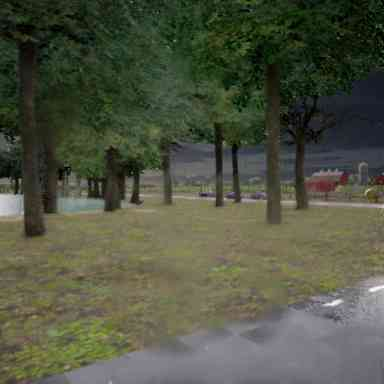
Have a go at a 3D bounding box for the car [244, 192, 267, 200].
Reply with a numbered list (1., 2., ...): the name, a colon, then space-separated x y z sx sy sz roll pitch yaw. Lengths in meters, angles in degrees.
1. car: 12.177 0.756 60.387 1.994 1.385 4.181 -1 2 -35

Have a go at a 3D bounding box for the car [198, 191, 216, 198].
1. car: 3.246 0.439 72.749 2.128 1.511 4.902 -1 1 -36

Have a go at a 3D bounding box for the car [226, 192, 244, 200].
1. car: 8.242 0.731 61.063 1.812 1.442 4.674 -1 2 -35
